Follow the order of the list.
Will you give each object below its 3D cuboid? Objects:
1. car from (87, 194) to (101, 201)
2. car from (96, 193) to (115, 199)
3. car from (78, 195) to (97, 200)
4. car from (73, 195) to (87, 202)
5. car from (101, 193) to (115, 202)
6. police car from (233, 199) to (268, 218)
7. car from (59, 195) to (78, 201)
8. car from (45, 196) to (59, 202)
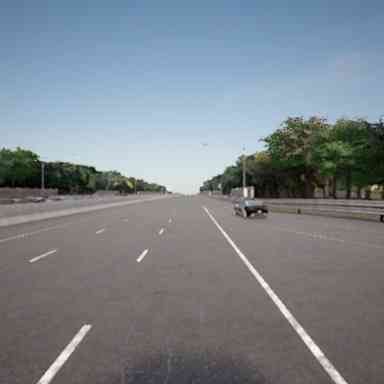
[{"bbox_3d":[-24.465,1.427,83.377,2.097,1.767,4.553,0,0,0],"label":"car"},{"bbox_3d":[-17.472,1.532,68.253,1.882,1.535,5.008,0,0,0],"label":"car"},{"bbox_3d":[-20.971,1.531,67.777,1.882,1.535,5.008,0,0,0],"label":"car"},{"bbox_3d":[-27.965,1.596,83.007,1.812,1.442,4.674,0,0,0],"label":"car"},{"bbox_3d":[-20.965,1.298,83.579,2.150,2.045,5.566,0,0,0],"label":"car"},{"bbox_3d":[5.156,1.424,30.121,1.930,1.638,5.238,-1,0,-10],"label":"police car"},{"bbox_3d":[-24.472,1.408,67.545,2.097,1.767,4.553,0,0,0],"label":"car"},{"bbox_3d":[-27.972,1.578,67.175,2.128,1.511,4.902,0,0,0],"label":"car"}]
